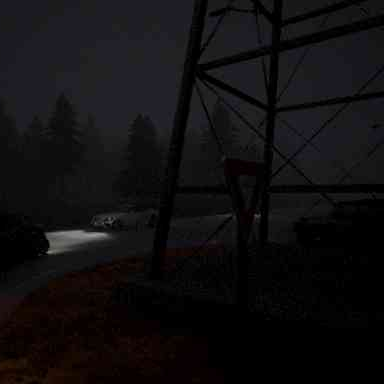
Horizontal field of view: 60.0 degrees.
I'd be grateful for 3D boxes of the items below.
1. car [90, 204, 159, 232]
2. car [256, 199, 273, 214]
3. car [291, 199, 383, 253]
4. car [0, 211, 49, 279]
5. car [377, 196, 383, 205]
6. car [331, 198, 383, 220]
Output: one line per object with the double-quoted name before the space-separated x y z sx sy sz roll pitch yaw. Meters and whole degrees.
"car" -3.781 1.427 19.706 1.812 1.442 4.674 0 0 36
"car" 6.816 1.428 34.264 1.812 1.442 4.674 0 0 36
"car" 5.875 1.225 12.603 3.866 1.878 1.905 0 0 5
"car" -5.705 1.289 9.126 2.097 1.767 4.553 0 1 -6
"car" 32.907 1.428 54.589 4.181 1.381 1.994 0 0 35
"car" 13.881 1.358 27.611 3.988 1.617 1.851 0 0 35
